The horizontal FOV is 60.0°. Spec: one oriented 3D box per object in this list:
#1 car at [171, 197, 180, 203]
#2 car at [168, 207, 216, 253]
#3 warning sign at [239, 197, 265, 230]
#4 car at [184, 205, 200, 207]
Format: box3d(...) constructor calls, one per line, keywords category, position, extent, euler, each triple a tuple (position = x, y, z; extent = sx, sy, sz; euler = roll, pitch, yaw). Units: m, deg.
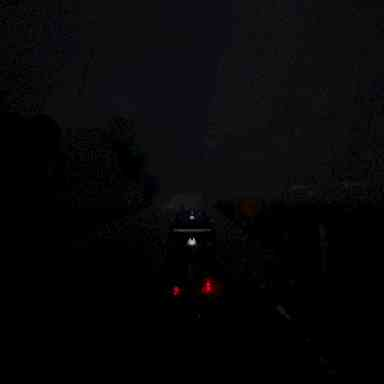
box3d(category="car", position=(-3.494, 1.748, 71.020), extent=(1.895, 1.301, 4.718), euler=(0, 0, 0))
box3d(category="car", position=(0.004, 1.606, 14.309), extent=(2.128, 1.511, 4.902), euler=(0, 0, 0))
box3d(category="warning sign", position=(3.521, 1.257, 19.712), extent=(1.300, 1.860, 1.060), euler=(-2, -2, 0))
box3d(category="car", position=(0.004, 1.777, 29.132), extent=(1.895, 1.301, 4.718), euler=(0, 0, 0))
